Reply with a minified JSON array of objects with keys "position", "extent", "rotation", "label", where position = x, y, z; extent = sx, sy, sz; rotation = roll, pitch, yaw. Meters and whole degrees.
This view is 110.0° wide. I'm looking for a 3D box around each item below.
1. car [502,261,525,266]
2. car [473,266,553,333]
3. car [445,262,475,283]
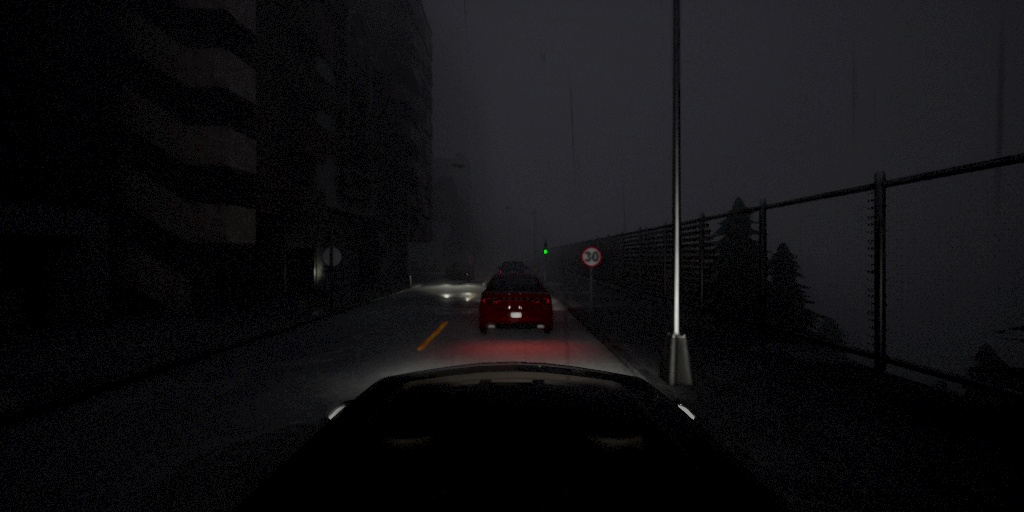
[{"position":[0.076,1.105,24.388],"extent":[2.097,1.767,4.553],"rotation":[0,0,0],"label":"car"},{"position":[0.088,1.229,10.848],"extent":[1.882,1.535,5.008],"rotation":[0,0,0],"label":"car"},{"position":[-4.033,1.235,28.300],"extent":[1.882,1.535,5.008],"rotation":[0,0,0],"label":"car"}]
